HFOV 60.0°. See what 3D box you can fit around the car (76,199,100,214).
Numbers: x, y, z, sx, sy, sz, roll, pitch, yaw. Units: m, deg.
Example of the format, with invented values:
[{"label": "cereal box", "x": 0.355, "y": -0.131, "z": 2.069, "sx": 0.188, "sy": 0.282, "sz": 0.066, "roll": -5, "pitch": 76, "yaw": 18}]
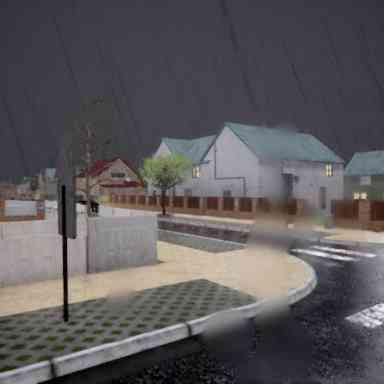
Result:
[{"label": "car", "x": -10.914, "y": 1.466, "z": 33.985, "sx": 1.812, "sy": 1.442, "sz": 4.674, "roll": -1, "pitch": 1, "yaw": -37}]
